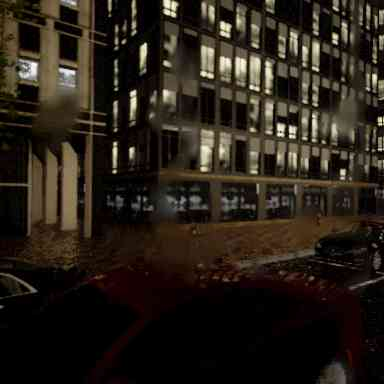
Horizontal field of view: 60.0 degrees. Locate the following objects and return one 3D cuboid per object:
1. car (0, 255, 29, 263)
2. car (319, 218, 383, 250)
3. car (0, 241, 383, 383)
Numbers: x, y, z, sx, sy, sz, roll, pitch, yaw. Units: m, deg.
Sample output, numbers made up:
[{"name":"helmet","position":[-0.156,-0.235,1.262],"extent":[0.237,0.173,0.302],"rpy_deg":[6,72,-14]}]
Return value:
[{"name":"car","position":[-3.468,1.552,4.072],"extent":[4.403,1.369,2.008],"rpy_deg":[0,1,-35]},{"name":"car","position":[5.743,1.534,10.642],"extent":[4.403,1.369,2.008],"rpy_deg":[0,1,-35]},{"name":"car","position":[-0.388,1.476,3.102],"extent":[5.008,1.535,1.882],"rpy_deg":[0,0,-36]}]
